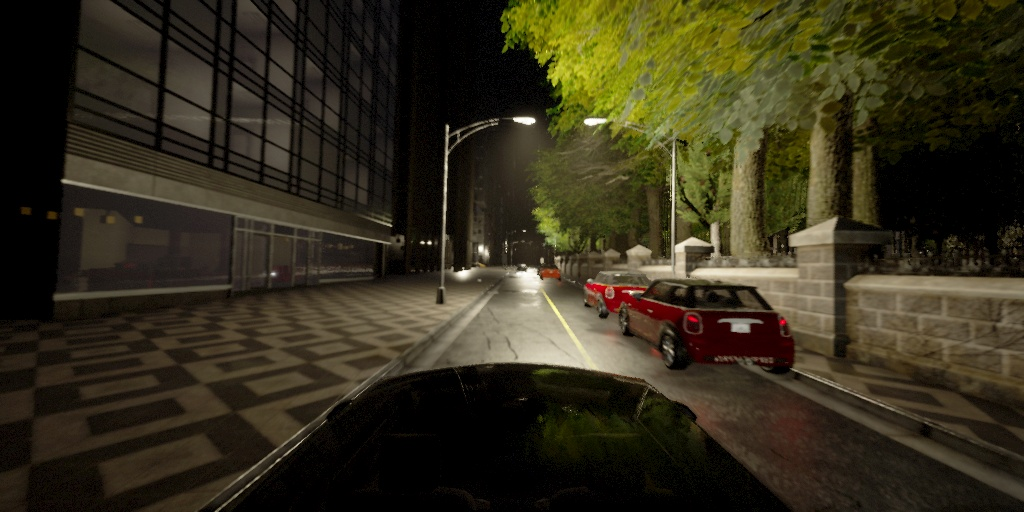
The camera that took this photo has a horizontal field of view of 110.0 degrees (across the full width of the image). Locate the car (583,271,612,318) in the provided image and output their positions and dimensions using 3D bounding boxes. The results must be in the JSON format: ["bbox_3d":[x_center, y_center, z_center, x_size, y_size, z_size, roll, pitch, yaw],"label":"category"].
[{"bbox_3d":[4.180,1.366,14.292,2.097,1.767,4.553,1,-1,2],"label":"car"}]

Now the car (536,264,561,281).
[{"bbox_3d":[4.083,1.693,38.976,2.097,1.767,4.553,1,-1,2],"label":"car"}]

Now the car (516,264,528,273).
[{"bbox_3d":[1.708,2.093,61.798,2.128,1.511,4.902,1,-1,2],"label":"car"}]

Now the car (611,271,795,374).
[{"bbox_3d":[3.999,1.284,8.293,2.097,1.767,4.553,1,-1,2],"label":"car"}]
